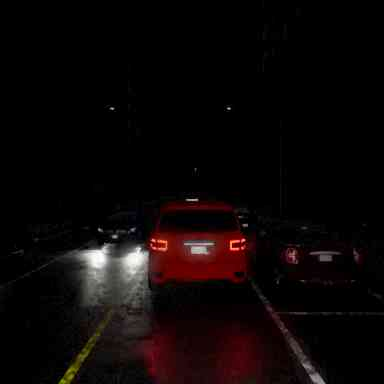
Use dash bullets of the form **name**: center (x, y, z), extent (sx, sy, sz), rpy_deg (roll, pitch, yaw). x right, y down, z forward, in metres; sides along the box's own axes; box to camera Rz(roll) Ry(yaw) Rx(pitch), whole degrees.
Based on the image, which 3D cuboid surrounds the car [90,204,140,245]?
- **car**: center (-3.088, 1.526, 15.641), extent (1.812, 1.442, 4.674), rpy_deg (0, 0, 0)

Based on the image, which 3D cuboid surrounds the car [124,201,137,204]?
- **car**: center (-5.659, 1.584, 25.557), extent (1.802, 1.307, 4.206), rpy_deg (0, 0, 0)

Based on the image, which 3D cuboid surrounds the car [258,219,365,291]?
- **car**: center (2.858, 1.440, 9.048), extent (1.967, 1.590, 4.097), rpy_deg (0, 0, 0)

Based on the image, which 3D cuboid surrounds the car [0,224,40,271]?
- **car**: center (-5.667, 1.582, 9.053), extent (1.802, 1.307, 4.206), rpy_deg (0, 0, 0)

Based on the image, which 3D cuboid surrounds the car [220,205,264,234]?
- **car**: center (2.864, 1.552, 20.051), extent (2.008, 1.369, 4.403), rpy_deg (0, 0, 0)

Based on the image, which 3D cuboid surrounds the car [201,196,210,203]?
- **car**: center (2.936, 1.580, 73.723), extent (1.752, 1.417, 4.829), rpy_deg (0, 0, 0)

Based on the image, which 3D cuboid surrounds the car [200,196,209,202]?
- **car**: center (2.948, 1.617, 78.961), extent (2.008, 1.369, 4.403), rpy_deg (0, 0, 0)

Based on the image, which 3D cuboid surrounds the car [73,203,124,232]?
- **car**: center (-5.661, 1.567, 20.056), extent (1.947, 1.339, 4.313), rpy_deg (0, 0, 0)

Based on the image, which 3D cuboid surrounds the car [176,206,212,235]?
- **car**: center (0.109, 1.602, 19.903), extent (1.895, 1.301, 4.718), rpy_deg (0, 0, 0)

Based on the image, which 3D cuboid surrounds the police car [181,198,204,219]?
- **police car**: center (0.015, 1.428, 30.166), extent (1.930, 1.638, 5.238), rpy_deg (0, 0, 0)

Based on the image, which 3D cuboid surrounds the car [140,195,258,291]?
- **car**: center (0.108, 1.221, 9.133), extent (2.150, 2.045, 5.566), rpy_deg (0, 0, -1)

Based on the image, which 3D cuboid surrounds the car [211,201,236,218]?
- **car**: center (2.870, 1.569, 31.054), extent (1.947, 1.339, 4.313), rpy_deg (0, 0, 0)

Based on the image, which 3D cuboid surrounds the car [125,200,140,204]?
- **car**: center (-5.656, 1.444, 31.058), extent (1.967, 1.590, 4.097), rpy_deg (0, 0, 0)

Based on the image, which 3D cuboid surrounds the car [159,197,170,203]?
- **car**: center (-5.602, 1.626, 68.161), extent (1.802, 1.307, 4.206), rpy_deg (0, 0, 0)
